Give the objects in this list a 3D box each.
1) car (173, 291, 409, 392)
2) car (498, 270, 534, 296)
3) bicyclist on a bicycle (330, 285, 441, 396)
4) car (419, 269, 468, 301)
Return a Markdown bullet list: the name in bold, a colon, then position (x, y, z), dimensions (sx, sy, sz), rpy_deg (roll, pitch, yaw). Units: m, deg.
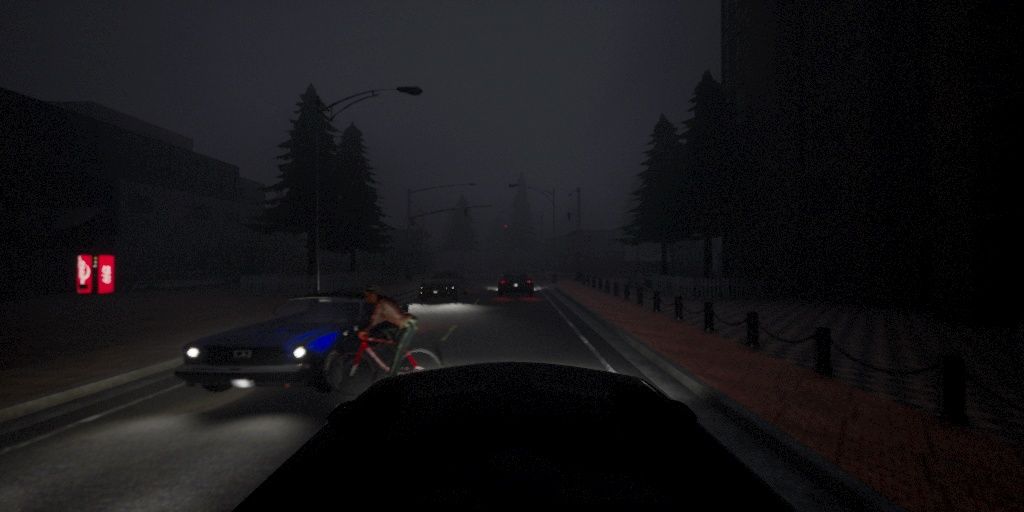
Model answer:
- **car**: position (-3.568, 1.404, 6.967), dimensions (1.895, 1.301, 4.718), rpy_deg (0, -1, 0)
- **car**: position (0.220, 1.510, 20.781), dimensions (1.994, 1.385, 4.181), rpy_deg (0, -1, 0)
- **bicyclist on a bicycle**: position (-1.844, 1.239, 5.199), dimensions (1.656, 1.620, 0.582), rpy_deg (-2, -1, 0)
- **car**: position (-3.444, 1.431, 18.730), dimensions (1.837, 1.490, 4.892), rpy_deg (0, -1, 1)
